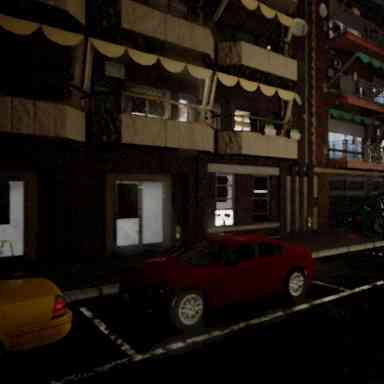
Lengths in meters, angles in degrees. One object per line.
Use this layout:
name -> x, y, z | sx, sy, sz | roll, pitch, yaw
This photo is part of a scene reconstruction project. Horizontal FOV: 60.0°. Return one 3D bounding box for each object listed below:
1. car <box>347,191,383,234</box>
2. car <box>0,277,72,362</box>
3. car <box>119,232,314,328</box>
car -> 11.558, 0.816, 18.466 | 5.566, 2.045, 2.150 | -19, -1, 11
car -> -3.952, 1.528, 3.747 | 4.829, 1.417, 1.752 | 0, -1, -35
car -> 0.696, 1.585, 7.039 | 4.507, 1.381, 1.887 | 0, -1, -35
